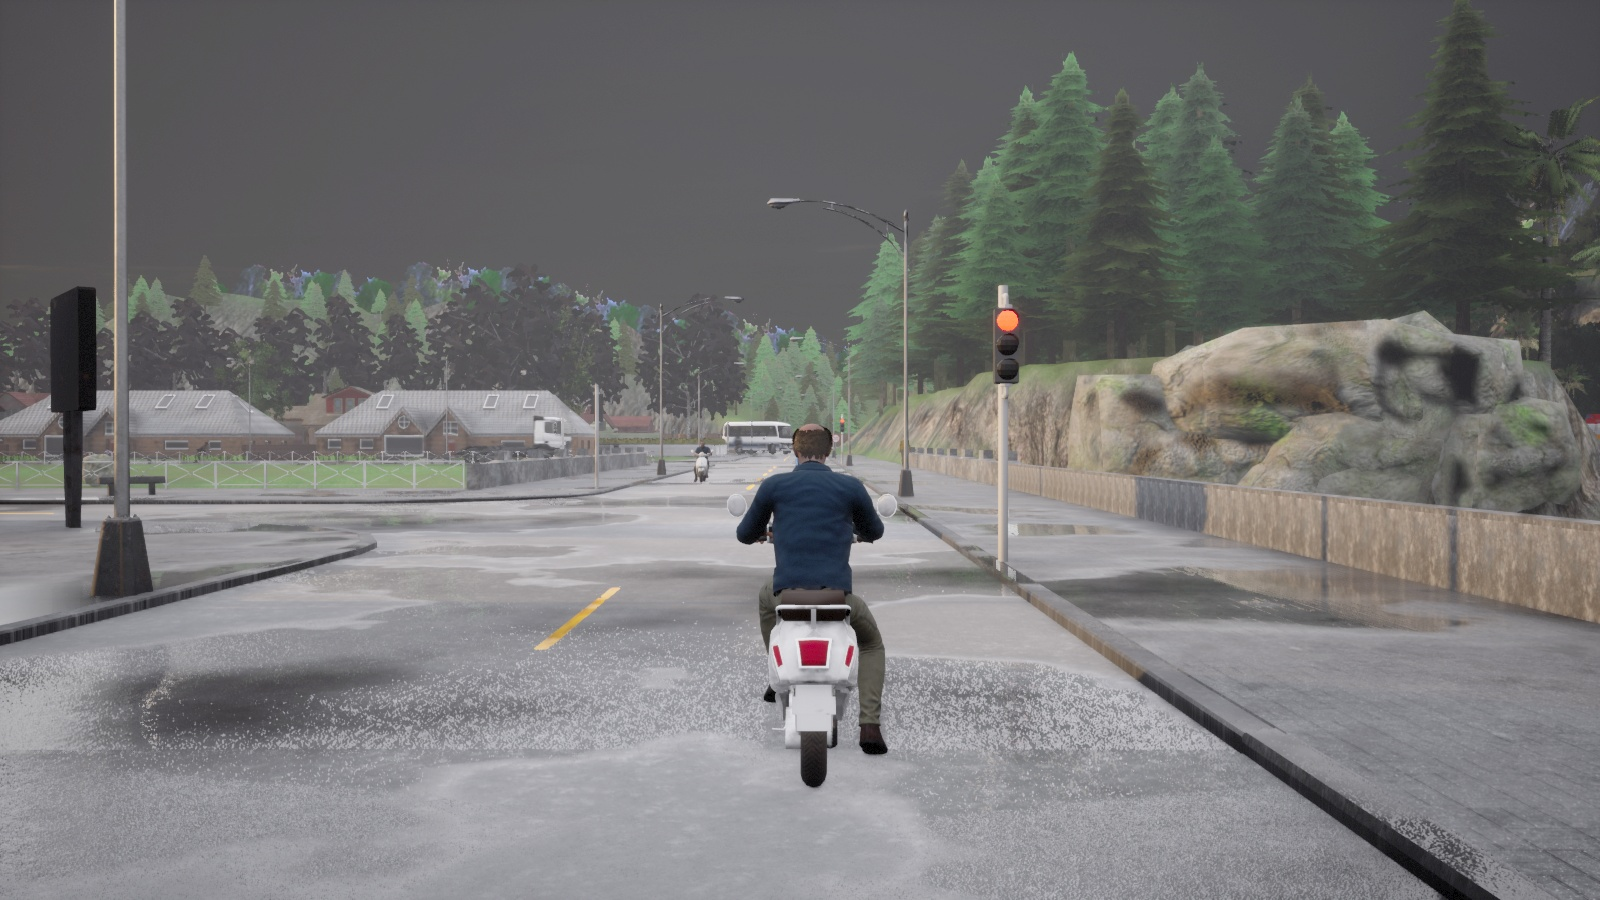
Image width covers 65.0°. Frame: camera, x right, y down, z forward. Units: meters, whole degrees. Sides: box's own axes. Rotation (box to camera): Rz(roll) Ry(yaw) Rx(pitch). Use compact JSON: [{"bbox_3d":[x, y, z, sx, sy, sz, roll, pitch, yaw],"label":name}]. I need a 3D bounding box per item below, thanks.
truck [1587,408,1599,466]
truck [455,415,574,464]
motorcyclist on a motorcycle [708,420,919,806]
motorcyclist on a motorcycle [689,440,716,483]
[{"bbox_3d":[53.947,-0.823,79.494,2.891,3.827,8.468,0,0,0],"label":"truck"},{"bbox_3d":[-20.477,-0.762,90.372,7.936,3.462,2.891,0,0,0],"label":"truck"},{"bbox_3d":[0.059,0.666,6.070,0.866,1.590,1.817,0,0,0],"label":"motorcyclist on a motorcycle"},{"bbox_3d":[-3.717,0.426,48.000,0.866,1.590,1.817,0,0,0],"label":"motorcyclist on a motorcycle"}]
